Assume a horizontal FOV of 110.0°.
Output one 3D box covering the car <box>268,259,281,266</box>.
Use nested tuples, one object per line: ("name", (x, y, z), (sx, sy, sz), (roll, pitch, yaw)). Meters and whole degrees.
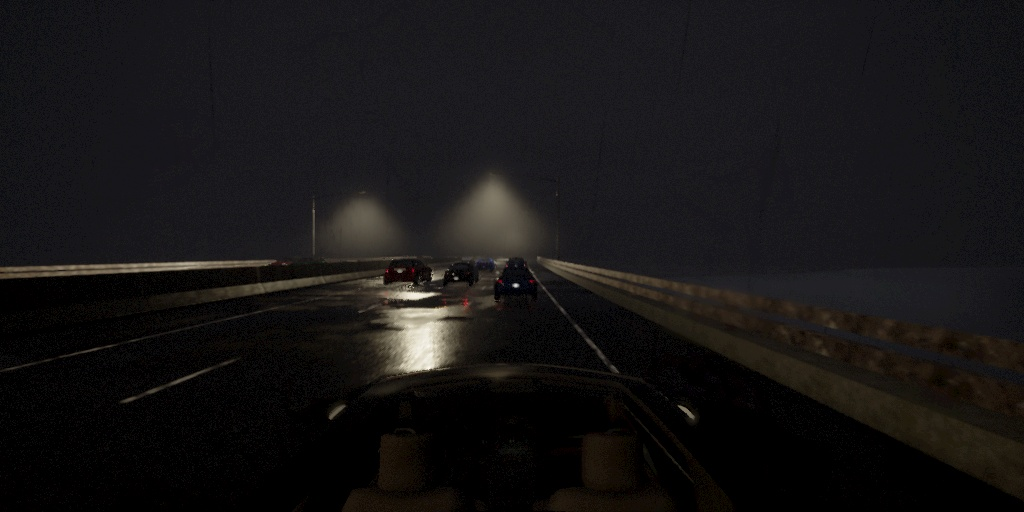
("car", (-24.137, 0.873, 38.829), (2.097, 1.767, 4.553), (0, 0, 2))

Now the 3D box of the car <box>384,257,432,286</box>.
("car", (-6.761, 0.951, 23.823), (2.097, 1.767, 4.553), (0, 0, 1))

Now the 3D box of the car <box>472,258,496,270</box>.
("car", (-2.960, 0.966, 40.810), (1.882, 1.535, 5.008), (0, 1, 1))

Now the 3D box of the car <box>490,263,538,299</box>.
("car", (0.175, 1.202, 17.227), (1.994, 1.385, 4.181), (0, 0, 0))

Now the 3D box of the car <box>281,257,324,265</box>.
("car", (-20.704, 0.885, 36.544), (2.097, 1.767, 4.553), (0, 0, 2))

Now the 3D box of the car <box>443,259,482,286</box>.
("car", (-3.264, 1.124, 23.424), (1.812, 1.442, 4.674), (0, 1, 1))

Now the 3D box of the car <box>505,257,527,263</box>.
("car", (0.410, 0.876, 34.462), (2.097, 1.767, 4.553), (0, 0, 1))

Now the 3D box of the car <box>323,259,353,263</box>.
("car", (-17.181, 1.126, 37.273), (1.895, 1.301, 4.718), (0, 0, 2))

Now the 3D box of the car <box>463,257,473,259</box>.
("car", (-6.206, 0.922, 51.073), (2.128, 1.511, 4.902), (0, 0, 2))
